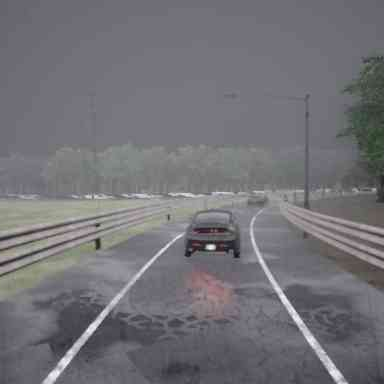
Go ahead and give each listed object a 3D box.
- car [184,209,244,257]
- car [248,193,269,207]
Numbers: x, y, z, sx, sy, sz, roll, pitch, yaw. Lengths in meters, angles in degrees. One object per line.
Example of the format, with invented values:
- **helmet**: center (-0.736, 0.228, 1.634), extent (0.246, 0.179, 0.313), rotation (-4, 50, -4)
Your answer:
- **car**: center (0.876, 1.383, 12.469), extent (1.837, 1.490, 4.892), rotation (0, 1, 7)
- **car**: center (7.869, 0.916, 39.319), extent (2.128, 1.511, 4.902), rotation (0, 1, 22)
